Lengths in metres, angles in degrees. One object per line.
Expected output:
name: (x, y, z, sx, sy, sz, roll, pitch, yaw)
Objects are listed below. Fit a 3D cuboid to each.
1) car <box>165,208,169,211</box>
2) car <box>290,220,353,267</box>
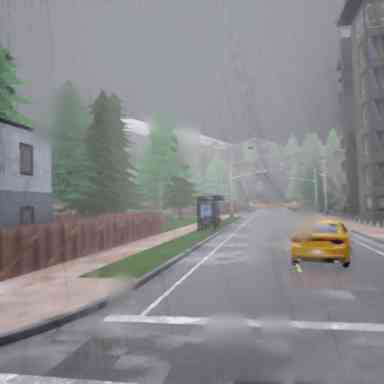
car: (-5.598, 3.989, 73.845, 1.932, 1.855, 4.605, -2, -2, 12)
car: (5.065, 1.813, 12.872, 1.882, 1.535, 5.008, -2, -2, 26)
